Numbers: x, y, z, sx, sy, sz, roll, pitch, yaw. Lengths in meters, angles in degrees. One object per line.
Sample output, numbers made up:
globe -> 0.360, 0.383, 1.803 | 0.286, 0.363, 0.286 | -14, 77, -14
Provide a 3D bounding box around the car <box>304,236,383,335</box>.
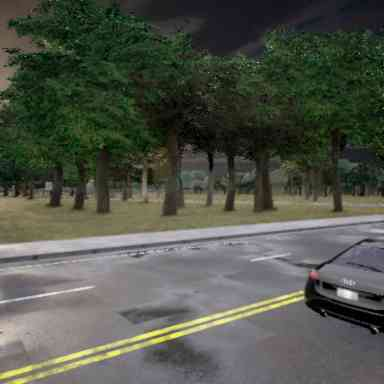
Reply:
car -> 4.073, 1.570, 6.372 | 4.181, 1.385, 1.994 | 0, 0, -35
